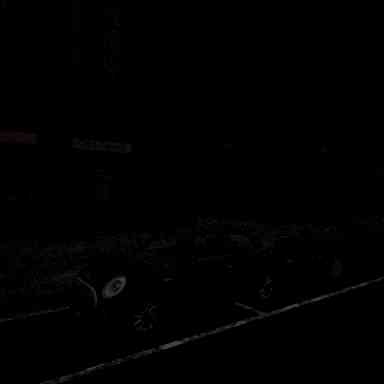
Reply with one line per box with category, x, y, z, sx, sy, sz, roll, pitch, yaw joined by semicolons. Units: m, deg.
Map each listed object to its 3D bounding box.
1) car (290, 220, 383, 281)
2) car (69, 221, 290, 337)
car;4.329;1.545;9.864;4.507;1.381;1.887;0;1;-36
car;-0.244;1.440;6.589;4.097;1.590;1.967;0;1;-36
